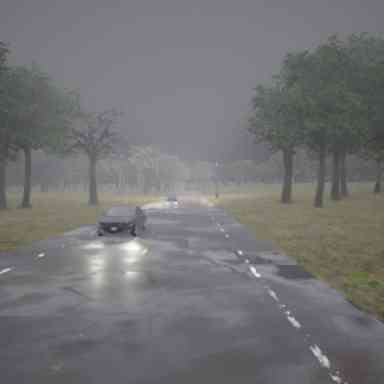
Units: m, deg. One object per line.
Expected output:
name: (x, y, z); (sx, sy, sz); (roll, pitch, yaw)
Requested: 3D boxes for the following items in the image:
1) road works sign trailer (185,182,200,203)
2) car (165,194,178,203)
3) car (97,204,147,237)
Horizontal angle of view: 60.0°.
road works sign trailer: (-0.003, 0.071, 55.701); (2.380, 3.560, 2.880); (0, 1, 0)
car: (-3.547, 1.062, 59.225); (1.837, 1.490, 4.892); (0, 1, 1)
car: (-3.602, 1.414, 17.827); (1.882, 1.535, 5.008); (0, 0, 0)
